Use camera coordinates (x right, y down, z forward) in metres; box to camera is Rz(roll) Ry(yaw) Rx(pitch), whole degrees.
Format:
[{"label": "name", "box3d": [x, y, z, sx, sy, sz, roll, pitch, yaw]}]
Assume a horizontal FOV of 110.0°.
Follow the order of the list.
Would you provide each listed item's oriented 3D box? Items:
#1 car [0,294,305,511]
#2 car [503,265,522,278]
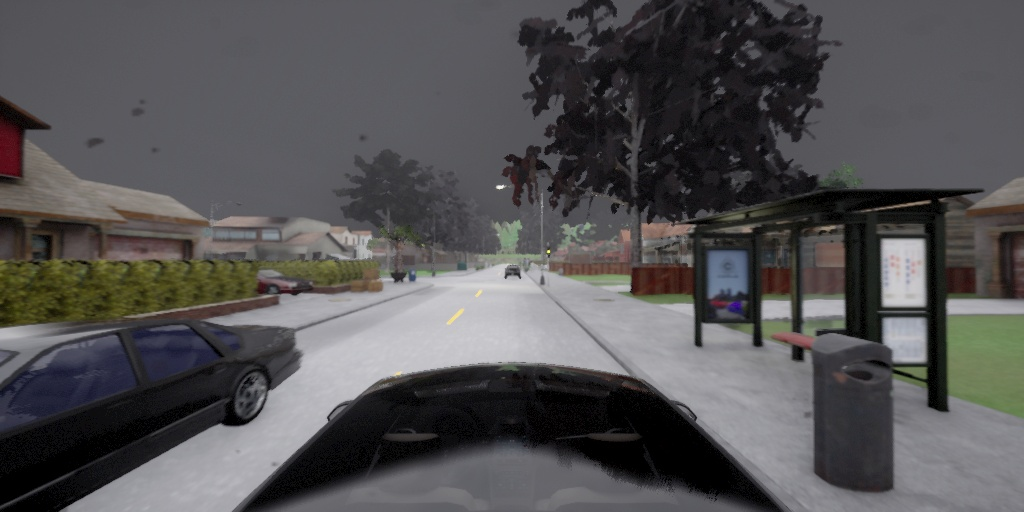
[{"label": "car", "box3d": [-4.070, 1.315, 3.059, 2.033, 1.411, 5.357, 0, -1, 0]}, {"label": "car", "box3d": [0.096, 1.783, 41.849, 1.837, 1.490, 4.892, 0, 0, 0]}]
